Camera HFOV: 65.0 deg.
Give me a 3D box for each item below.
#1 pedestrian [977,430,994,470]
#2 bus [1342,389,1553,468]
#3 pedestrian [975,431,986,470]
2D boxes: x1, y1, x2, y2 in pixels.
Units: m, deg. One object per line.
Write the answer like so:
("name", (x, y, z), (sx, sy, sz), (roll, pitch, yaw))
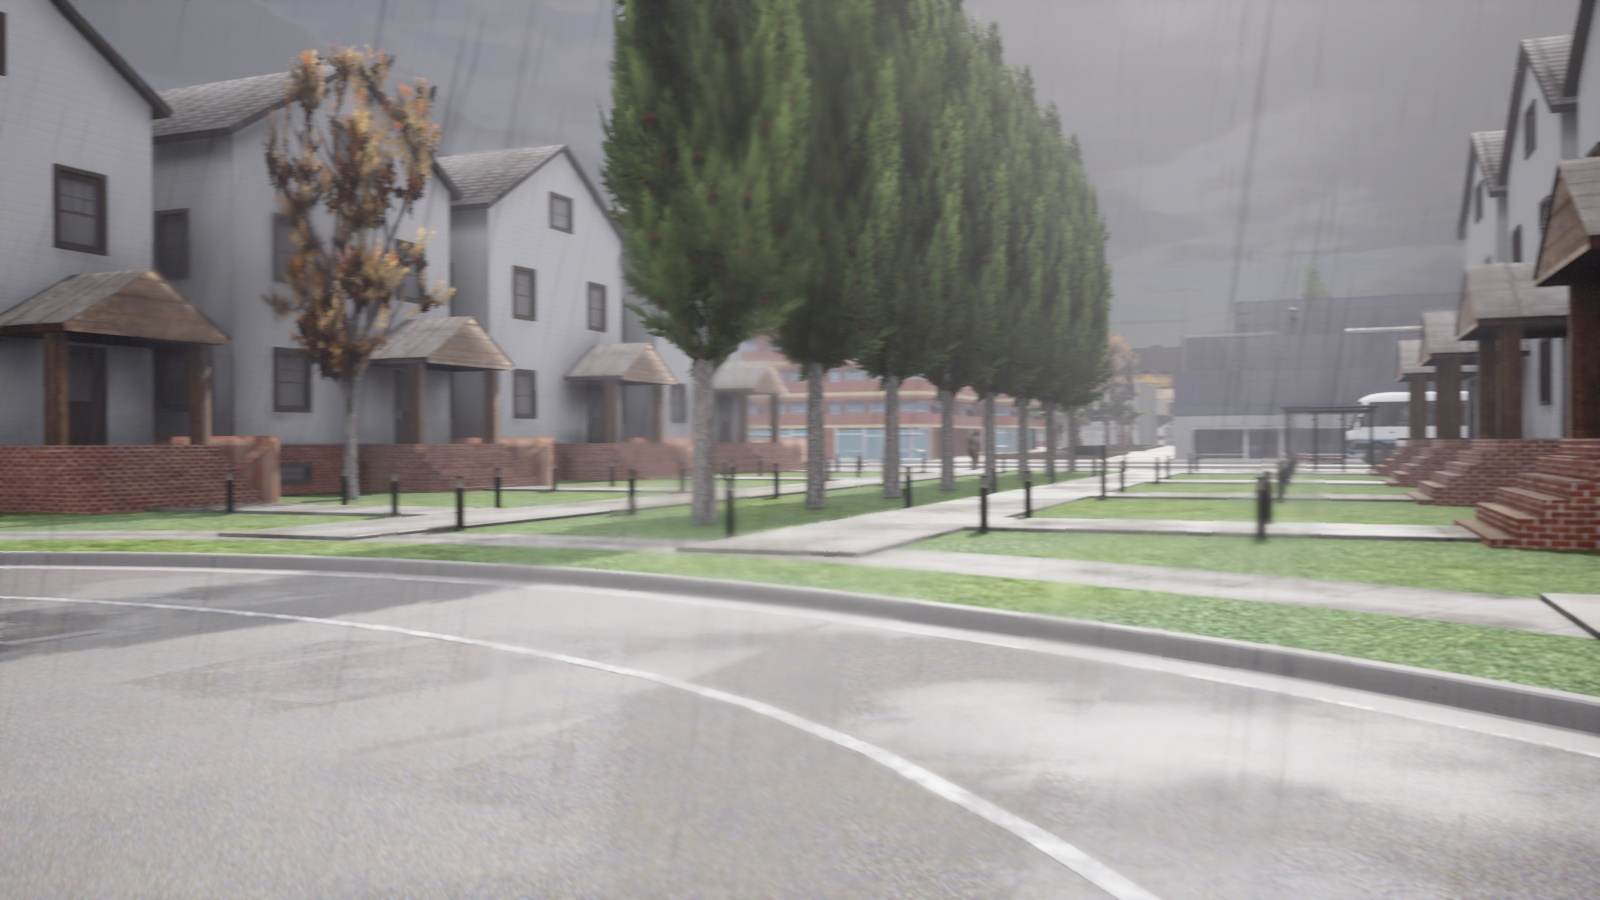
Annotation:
("pedestrian", (8.649, -0.010, 58.594), (0.694, 1.848, 0.540), (0, 0, 2))
("bus", (36.462, -1.142, 71.279), (10.273, 4.253, 3.944), (0, 0, 21))
("pedestrian", (8.521, 0.034, 59.186), (0.331, 1.846, 0.634), (0, 0, -10))
